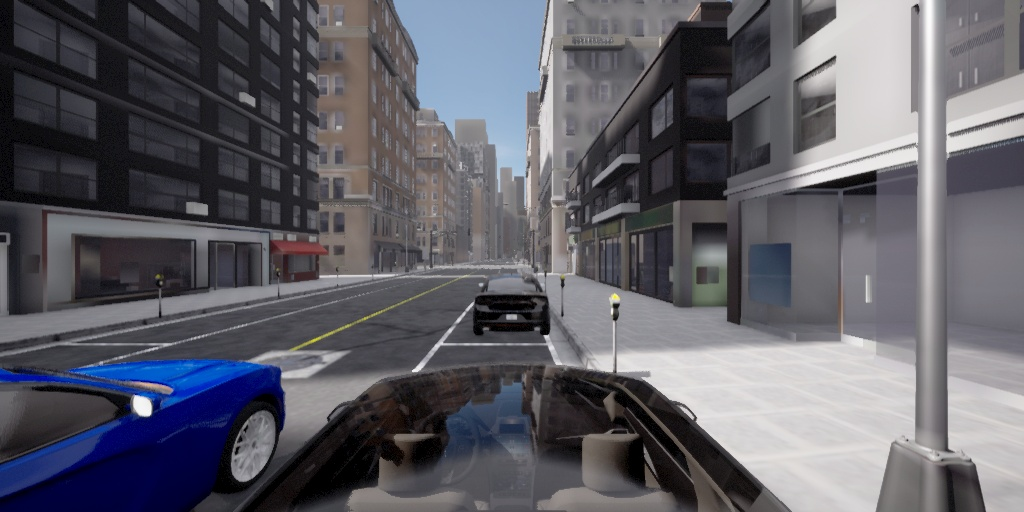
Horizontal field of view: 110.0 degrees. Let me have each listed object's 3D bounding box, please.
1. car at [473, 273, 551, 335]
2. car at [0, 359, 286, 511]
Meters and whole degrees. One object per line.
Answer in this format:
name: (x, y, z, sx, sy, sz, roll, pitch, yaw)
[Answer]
car: (-0.006, 1.218, 10.500, 1.882, 1.535, 5.008, 0, 0, 0)
car: (-3.145, 1.221, 1.500, 1.882, 1.535, 5.008, 0, 0, 0)
